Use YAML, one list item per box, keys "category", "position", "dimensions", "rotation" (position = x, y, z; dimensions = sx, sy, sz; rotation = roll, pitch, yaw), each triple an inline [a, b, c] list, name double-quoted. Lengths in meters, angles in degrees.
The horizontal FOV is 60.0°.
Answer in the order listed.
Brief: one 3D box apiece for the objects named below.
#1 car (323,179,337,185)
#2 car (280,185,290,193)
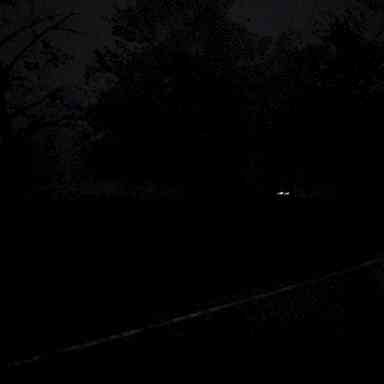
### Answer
- category: "car"
  position: [30.609, -2.202, 75.917]
  dimensions: [4.902, 1.511, 2.128]
  rotation: [-4, 3, -20]
- category: "car"
  position: [18.329, -0.710, 64.432]
  dimensions: [1.994, 1.385, 4.181]
  rotation: [-3, 3, 24]
